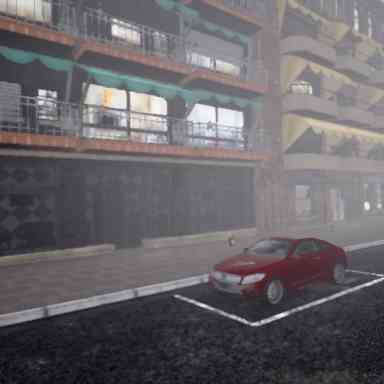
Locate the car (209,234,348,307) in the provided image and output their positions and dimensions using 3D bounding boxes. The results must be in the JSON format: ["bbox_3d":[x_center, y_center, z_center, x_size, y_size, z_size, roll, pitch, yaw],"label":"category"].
[{"bbox_3d":[2.328,1.758,8.388,4.206,1.307,1.802,0,-3,-38],"label":"car"}]
